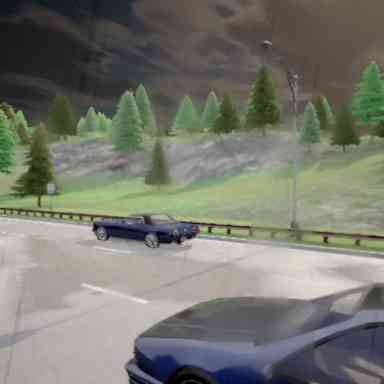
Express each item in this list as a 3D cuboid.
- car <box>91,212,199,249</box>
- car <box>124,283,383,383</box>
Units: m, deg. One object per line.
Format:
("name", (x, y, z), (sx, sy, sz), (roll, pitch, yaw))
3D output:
("car", (-2.117, 1.519, 14.103), (4.718, 1.301, 1.895), (1, 0, 36))
("car", (1.916, 1.548, 2.628), (5.357, 1.411, 2.033), (1, 0, 35))
